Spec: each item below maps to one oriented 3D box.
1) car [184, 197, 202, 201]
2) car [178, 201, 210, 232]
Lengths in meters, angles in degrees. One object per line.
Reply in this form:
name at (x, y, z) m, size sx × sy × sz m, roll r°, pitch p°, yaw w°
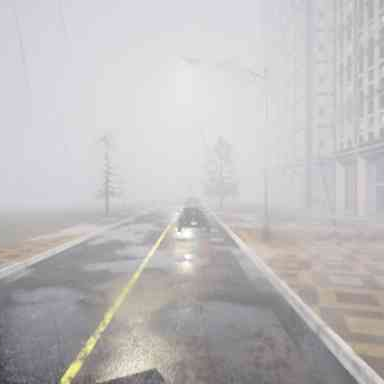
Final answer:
car at (0.104, 1.354, 39.990) m, size 2.097 × 1.767 × 4.553 m, roll 0°, pitch 0°, yaw 0°
car at (0.101, 1.527, 20.157) m, size 1.812 × 1.442 × 4.674 m, roll 0°, pitch 0°, yaw 0°
